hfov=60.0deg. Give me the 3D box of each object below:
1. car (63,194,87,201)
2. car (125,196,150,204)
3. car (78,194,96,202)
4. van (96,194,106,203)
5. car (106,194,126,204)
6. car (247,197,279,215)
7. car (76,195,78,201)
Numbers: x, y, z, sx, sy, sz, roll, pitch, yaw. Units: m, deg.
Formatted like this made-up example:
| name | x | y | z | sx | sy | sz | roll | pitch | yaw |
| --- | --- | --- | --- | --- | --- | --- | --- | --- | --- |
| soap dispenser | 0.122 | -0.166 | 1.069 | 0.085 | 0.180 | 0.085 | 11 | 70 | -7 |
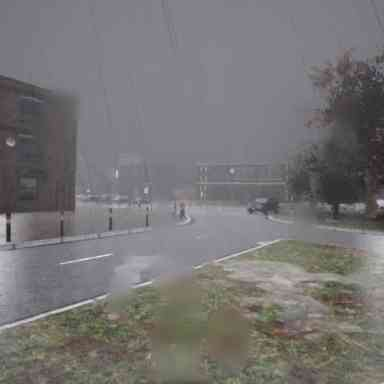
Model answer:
| name | x | y | z | sx | sy | sz | roll | pitch | yaw |
| --- | --- | --- | --- | --- | --- | --- | --- | --- | --- |
| car | -26.840 | 1.327 | 76.271 | 2.231 | 1.521 | 4.892 | 2 | 0 | 31 |
| car | -10.319 | 1.762 | 66.228 | 2.163 | 1.488 | 4.792 | 1 | -1 | 31 |
| car | -22.070 | 1.332 | 73.415 | 2.185 | 1.767 | 4.553 | 2 | 0 | 31 |
| van | -17.494 | 1.351 | 70.475 | 1.878 | 1.987 | 4.442 | 1 | -1 | 31 |
| car | -14.933 | 1.512 | 69.095 | 2.185 | 1.767 | 4.553 | 1 | -1 | 31 |
| car | 8.807 | 1.661 | 40.753 | 2.150 | 2.045 | 5.566 | 0 | -1 | 38 |
| car | -24.576 | 1.388 | 74.886 | 2.097 | 1.535 | 5.008 | 2 | 0 | 31 |
